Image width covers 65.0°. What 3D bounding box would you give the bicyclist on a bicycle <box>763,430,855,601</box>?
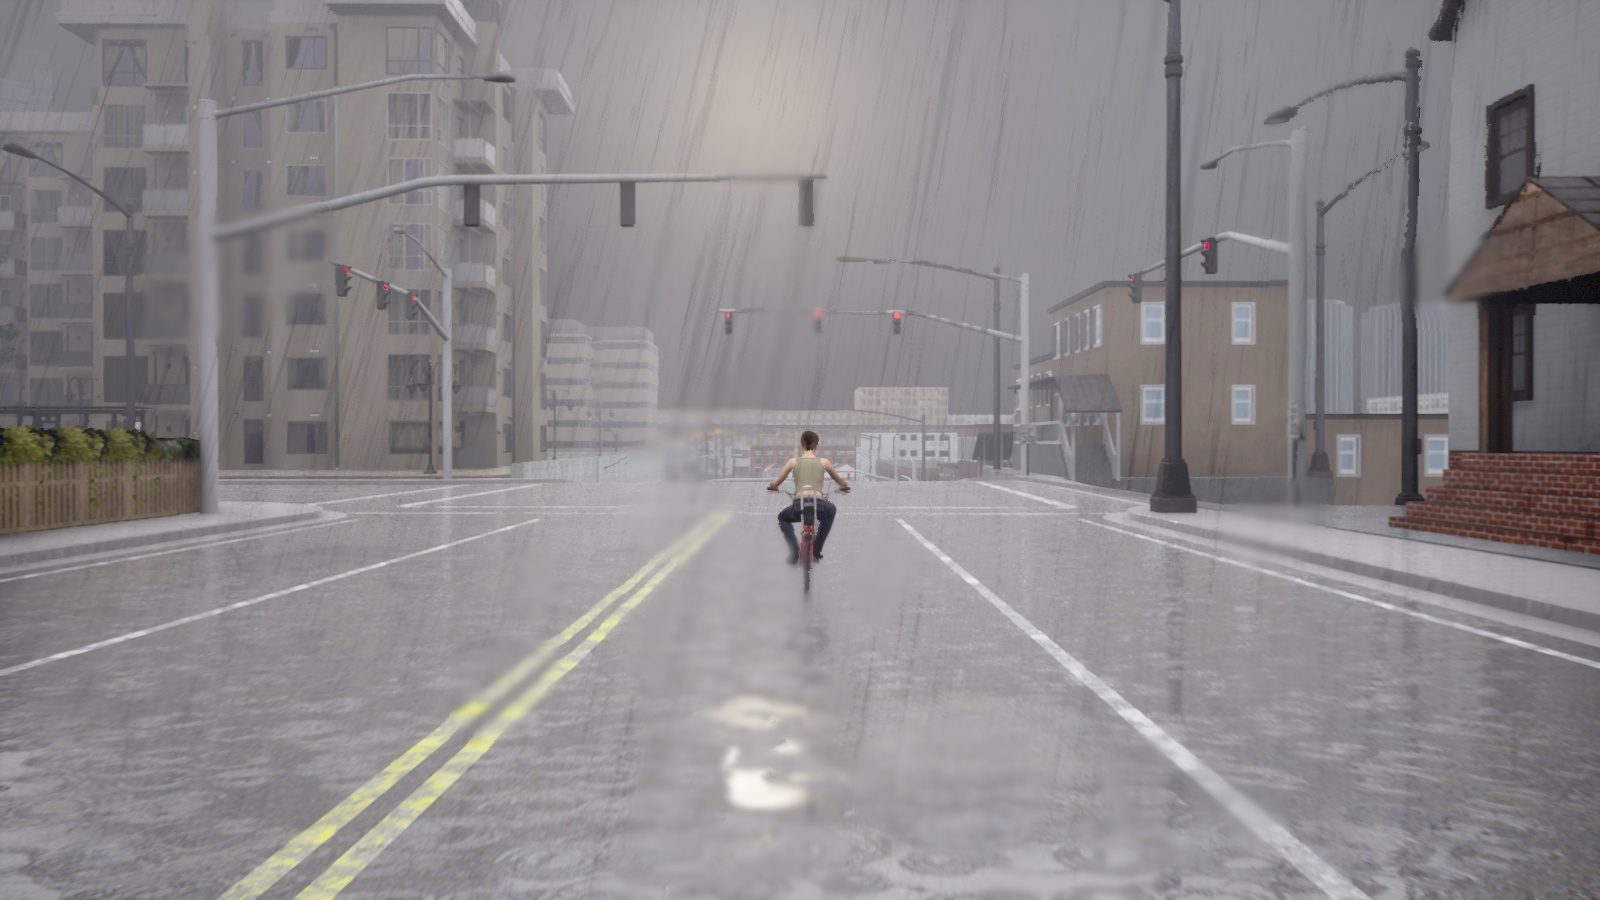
[{"bbox_3d":[0.088,0.612,12.621,0.866,1.612,1.509,0,0,0],"label":"bicyclist on a bicycle"}]
